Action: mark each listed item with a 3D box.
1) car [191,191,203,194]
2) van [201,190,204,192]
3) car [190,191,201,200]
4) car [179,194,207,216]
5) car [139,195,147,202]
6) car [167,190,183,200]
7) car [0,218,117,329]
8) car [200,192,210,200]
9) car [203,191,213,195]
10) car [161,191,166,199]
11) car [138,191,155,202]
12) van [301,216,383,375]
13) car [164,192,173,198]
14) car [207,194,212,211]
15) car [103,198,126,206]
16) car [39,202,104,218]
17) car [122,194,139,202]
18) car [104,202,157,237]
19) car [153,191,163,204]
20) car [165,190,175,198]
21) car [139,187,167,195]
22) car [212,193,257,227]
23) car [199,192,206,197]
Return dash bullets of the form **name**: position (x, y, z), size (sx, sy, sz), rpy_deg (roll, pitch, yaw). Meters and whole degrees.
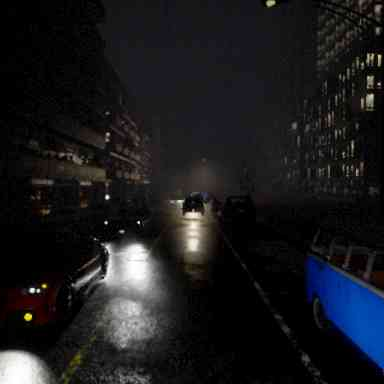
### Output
- **car**: position (0.058, 1.037, 43.727), size (2.128, 1.511, 4.902), rpy_deg (0, 1, 0)
- **van**: position (2.686, 0.787, 53.779), size (1.690, 1.788, 3.998), rpy_deg (0, 1, 0)
- **car**: position (0.763, 0.675, 66.790), size (2.097, 1.767, 4.553), rpy_deg (0, 1, 3)
- **car**: position (0.102, 1.197, 28.914), size (1.837, 1.490, 4.892), rpy_deg (0, 0, 0)
- **car**: position (-5.694, 1.248, 31.678), size (1.802, 1.307, 4.206), rpy_deg (0, 1, 0)
- **car**: position (-3.014, 0.571, 64.668), size (2.150, 2.045, 5.566), rpy_deg (0, 1, 0)
- **car**: position (-3.096, 1.488, 6.828), size (1.994, 1.385, 4.181), rpy_deg (0, 1, 0)
- **car**: position (2.687, 0.731, 70.360), size (1.967, 1.590, 4.097), rpy_deg (0, 1, 0)
- **car**: position (2.687, 1.023, 48.425), size (1.752, 1.417, 4.829), rpy_deg (0, 1, 0)
- **car**: position (-5.693, 0.990, 53.782), size (1.887, 1.381, 4.507), rpy_deg (0, 1, 0)
- **car**: position (-5.694, 1.050, 37.202), size (1.967, 1.590, 4.097), rpy_deg (0, 1, 0)
- **van**: position (2.685, 1.295, 4.042), size (1.690, 1.788, 3.998), rpy_deg (0, 1, 0)
- **car**: position (-5.693, 0.717, 81.245), size (1.752, 1.417, 4.829), rpy_deg (0, 1, 0)
- **car**: position (2.686, 1.211, 31.677), size (1.887, 1.381, 4.507), rpy_deg (0, 1, 0)
- **car**: position (-5.694, 1.324, 20.623), size (1.887, 1.381, 4.507), rpy_deg (0, 1, 0)
- **car**: position (-5.694, 1.387, 15.098), size (2.008, 1.369, 4.403), rpy_deg (0, 1, 0)
- **car**: position (-5.695, 1.163, 26.150), size (1.967, 1.590, 4.097), rpy_deg (0, 1, 0)
- **car**: position (-3.078, 1.419, 16.901), size (1.895, 1.301, 4.718), rpy_deg (0, 1, 0)
- **car**: position (-5.693, 1.027, 48.086), size (1.752, 1.417, 4.829), rpy_deg (0, 1, 0)
- **car**: position (-5.694, 0.456, 86.938), size (2.192, 1.841, 5.009), rpy_deg (0, 1, 0)
- **car**: position (-8.738, -0.034, 69.236), size (2.150, 2.045, 5.566), rpy_deg (4, 22, 46)
- **car**: position (2.685, 1.094, 20.621), size (2.192, 1.841, 5.009), rpy_deg (0, 1, 0)
- **car**: position (2.688, 0.723, 86.940), size (1.802, 1.307, 4.206), rpy_deg (0, 0, 0)
